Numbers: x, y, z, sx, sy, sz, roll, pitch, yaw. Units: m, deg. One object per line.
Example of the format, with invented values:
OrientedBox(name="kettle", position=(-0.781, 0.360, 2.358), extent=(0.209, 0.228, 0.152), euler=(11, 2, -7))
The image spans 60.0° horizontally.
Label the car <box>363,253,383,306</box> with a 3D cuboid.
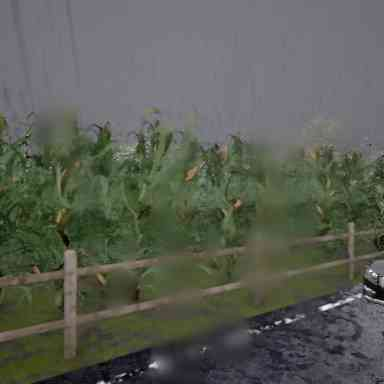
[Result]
OrientedBox(name="car", position=(5.499, 1.507, 6.993), extent=(4.902, 1.511, 2.128), euler=(0, 0, -35))
